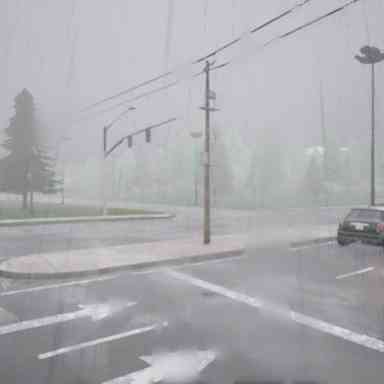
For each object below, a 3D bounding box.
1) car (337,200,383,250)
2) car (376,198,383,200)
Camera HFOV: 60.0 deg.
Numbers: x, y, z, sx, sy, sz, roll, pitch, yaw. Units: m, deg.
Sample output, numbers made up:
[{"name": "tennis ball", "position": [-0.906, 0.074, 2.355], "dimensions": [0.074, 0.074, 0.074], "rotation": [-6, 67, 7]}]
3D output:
[{"name": "car", "position": [8.170, 1.406, 14.131], "dimensions": [4.553, 1.767, 2.097], "rotation": [0, 0, -37]}, {"name": "car", "position": [27.277, 1.663, 47.640], "dimensions": [5.008, 1.535, 1.882], "rotation": [0, 0, -35]}]
